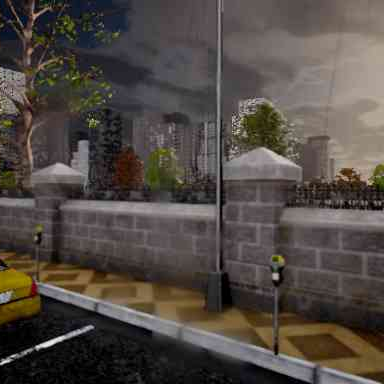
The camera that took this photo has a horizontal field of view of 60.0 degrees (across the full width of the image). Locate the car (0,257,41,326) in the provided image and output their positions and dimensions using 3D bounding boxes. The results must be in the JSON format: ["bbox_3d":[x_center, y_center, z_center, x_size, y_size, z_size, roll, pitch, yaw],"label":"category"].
[{"bbox_3d":[-4.675,1.480,6.031,4.829,1.417,1.752,0,0,35],"label":"car"}]
